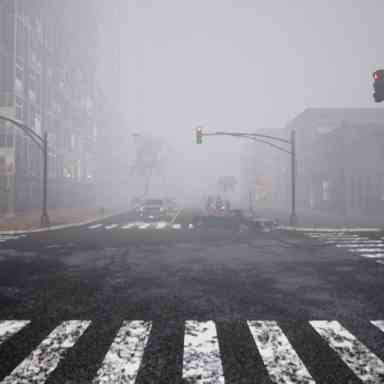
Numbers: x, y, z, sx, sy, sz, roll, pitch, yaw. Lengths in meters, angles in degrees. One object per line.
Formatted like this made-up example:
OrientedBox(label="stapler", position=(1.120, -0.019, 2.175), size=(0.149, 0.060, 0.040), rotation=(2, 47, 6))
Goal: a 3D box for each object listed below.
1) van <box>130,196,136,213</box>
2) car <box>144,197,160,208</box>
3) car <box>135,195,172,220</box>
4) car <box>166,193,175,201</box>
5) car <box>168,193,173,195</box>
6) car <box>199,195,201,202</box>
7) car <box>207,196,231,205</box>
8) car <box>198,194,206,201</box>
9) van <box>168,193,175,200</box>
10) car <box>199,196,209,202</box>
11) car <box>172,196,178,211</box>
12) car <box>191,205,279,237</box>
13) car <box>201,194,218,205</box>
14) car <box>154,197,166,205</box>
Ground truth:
OrientedBox(label="van", position=(-5.663, 1.340, 36.641), size=(1.690, 1.788, 3.998), rotation=(1, 0, 0))
OrientedBox(label="car", position=(-5.663, 1.524, 47.819), size=(1.752, 1.417, 4.829), rotation=(1, 0, 0))
OrientedBox(label="car", position=(-3.125, 1.352, 28.149), size=(2.097, 1.767, 4.553), rotation=(0, 0, 1))
OrientedBox(label="car", position=(-5.648, 1.309, 87.707), size=(2.192, 1.841, 5.009), rotation=(1, 0, 0))
OrientedBox(label="car", position=(-5.658, 1.562, 70.685), size=(1.947, 1.339, 4.313), rotation=(1, 0, 0))
OrientedBox(label="car", position=(2.725, 1.312, 65.047), size=(2.192, 1.841, 5.009), rotation=(1, 0, 0))
OrientedBox(label="car", position=(2.713, 1.440, 31.003), size=(1.967, 1.590, 4.097), rotation=(1, 0, 0))
OrientedBox(label="car", position=(2.729, 1.434, 87.743), size=(1.967, 1.590, 4.097), rotation=(1, 0, 0))
OrientedBox(label="van", position=(-5.647, 1.334, 93.381), size=(1.690, 1.788, 3.998), rotation=(1, 0, 0))
OrientedBox(label="car", position=(2.724, 1.561, 76.395), size=(1.947, 1.339, 4.313), rotation=(1, 0, 0))
OrientedBox(label="car", position=(-3.086, 1.547, 38.585), size=(2.033, 1.411, 5.357), rotation=(0, 0, 1))
OrientedBox(label="car", position=(2.179, 1.604, 18.118), size=(4.718, 1.301, 1.895), rotation=(0, 0, 43))
OrientedBox(label="car", position=(2.719, 1.314, 42.351), size=(2.192, 1.841, 5.009), rotation=(1, 0, 0))
OrientedBox(label="car", position=(-5.661, 1.579, 59.337), size=(1.802, 1.307, 4.206), rotation=(1, 0, 0))
